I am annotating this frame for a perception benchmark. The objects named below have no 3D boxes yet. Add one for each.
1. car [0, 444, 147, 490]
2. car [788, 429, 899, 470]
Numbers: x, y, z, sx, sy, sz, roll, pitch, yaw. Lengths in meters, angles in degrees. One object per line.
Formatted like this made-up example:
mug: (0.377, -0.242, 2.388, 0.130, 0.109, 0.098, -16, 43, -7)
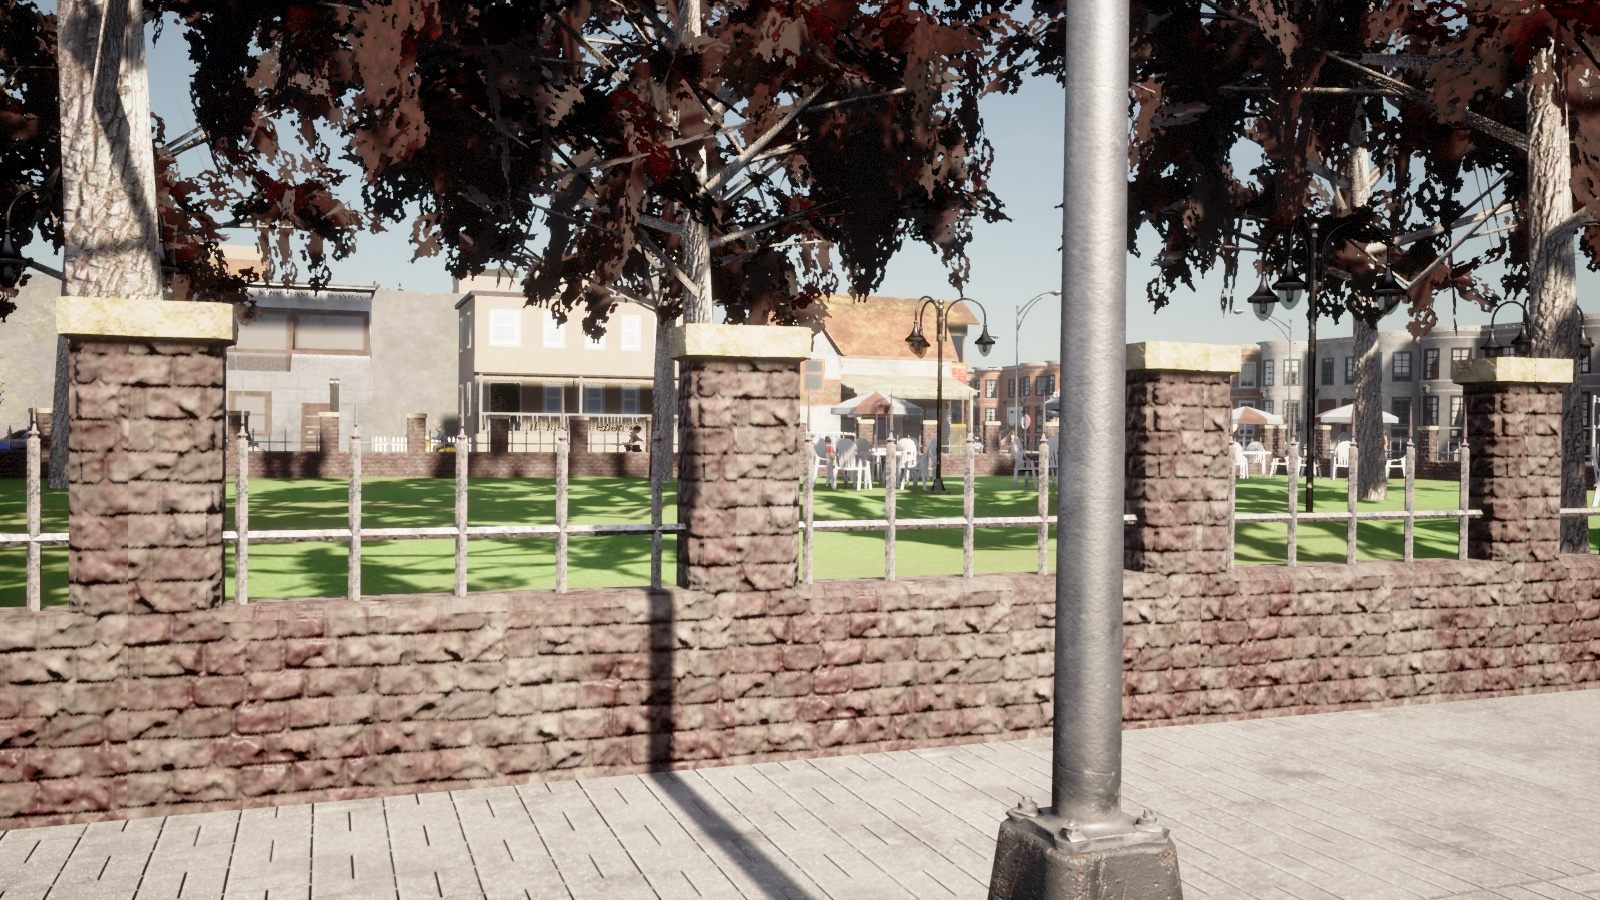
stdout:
car: (-23.118, 0.511, 39.148, 4.718, 1.301, 1.895, -1, 1, -21)
car: (1.676, -0.044, 48.533, 3.806, 1.475, 1.970, -1, 1, -21)
